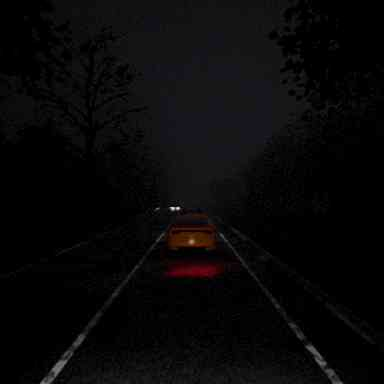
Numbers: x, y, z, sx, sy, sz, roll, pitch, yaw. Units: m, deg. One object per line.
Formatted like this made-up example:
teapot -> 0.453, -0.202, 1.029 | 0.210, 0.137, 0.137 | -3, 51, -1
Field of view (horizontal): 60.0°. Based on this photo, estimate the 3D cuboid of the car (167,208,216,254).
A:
car -> -0.001, 1.677, 14.507 | 1.882, 1.535, 5.008 | 0, -1, 0

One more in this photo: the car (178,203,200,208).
car -> -0.009, 1.948, 29.485 | 1.882, 1.535, 5.008 | 0, -1, 0

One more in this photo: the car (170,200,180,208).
car -> -3.534, 2.542, 71.039 | 2.128, 1.511, 4.902 | 0, -1, 0
